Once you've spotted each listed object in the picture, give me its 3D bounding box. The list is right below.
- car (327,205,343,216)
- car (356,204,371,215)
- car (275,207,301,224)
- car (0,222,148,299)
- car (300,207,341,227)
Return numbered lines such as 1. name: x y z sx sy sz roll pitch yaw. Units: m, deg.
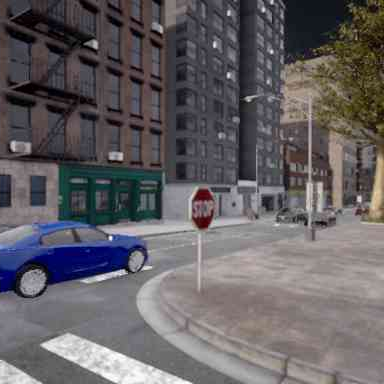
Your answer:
1. car: 19.483 2.470 45.892 2.033 1.411 5.357 0 -1 35
2. car: 26.633 2.666 51.084 2.097 1.767 4.553 0 -1 35
3. car: 9.636 2.213 32.095 1.837 1.490 4.892 0 -2 35
4. car: -3.265 1.519 8.703 1.882 1.535 5.008 0 -1 35
5. car: 11.518 2.259 29.655 1.994 1.385 4.181 0 -1 35
